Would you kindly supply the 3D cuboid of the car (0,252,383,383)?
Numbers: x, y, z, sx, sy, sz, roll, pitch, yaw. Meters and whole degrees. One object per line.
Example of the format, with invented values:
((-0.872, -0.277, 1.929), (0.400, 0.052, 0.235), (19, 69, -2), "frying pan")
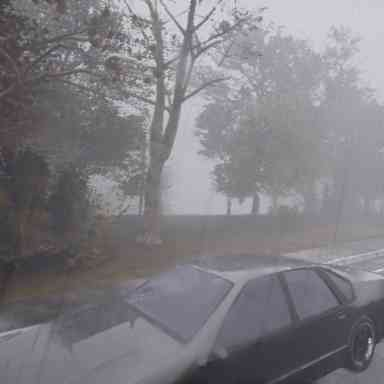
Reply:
((0.512, 1.532, 4.049), (5.357, 1.411, 2.033), (0, 0, -35), "car")
